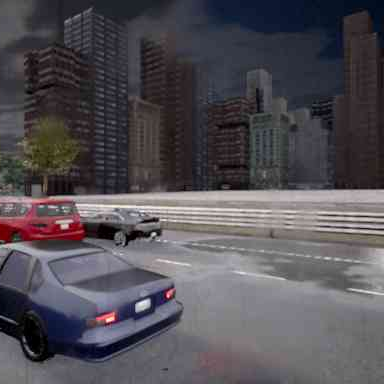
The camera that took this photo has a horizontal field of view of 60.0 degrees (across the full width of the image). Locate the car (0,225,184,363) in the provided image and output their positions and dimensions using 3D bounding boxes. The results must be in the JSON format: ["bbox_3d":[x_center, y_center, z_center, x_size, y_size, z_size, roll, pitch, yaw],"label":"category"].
[{"bbox_3d":[-2.696,1.574,5.911,5.357,1.411,2.033,0,0,36],"label":"car"}]

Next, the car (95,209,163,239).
[{"bbox_3d":[-3.553,1.544,15.123,4.902,1.511,2.128,0,0,36],"label":"car"}]

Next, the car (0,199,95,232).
[{"bbox_3d":[-6.547,1.278,12.959,5.566,2.045,2.150,0,0,35],"label":"car"}]
